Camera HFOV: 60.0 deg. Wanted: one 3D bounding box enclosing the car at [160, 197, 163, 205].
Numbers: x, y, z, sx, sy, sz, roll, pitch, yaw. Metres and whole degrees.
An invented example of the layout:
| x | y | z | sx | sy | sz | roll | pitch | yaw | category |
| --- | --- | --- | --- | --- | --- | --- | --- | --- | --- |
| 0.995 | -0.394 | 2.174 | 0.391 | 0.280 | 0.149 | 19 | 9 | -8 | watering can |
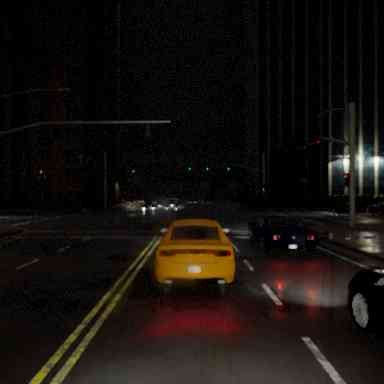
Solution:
| x | y | z | sx | sy | sz | roll | pitch | yaw | category |
| --- | --- | --- | --- | --- | --- | --- | --- | --- | --- |
| -6.874 | 1.639 | 64.890 | 2.097 | 1.767 | 4.553 | 0 | 0 | 1 | car |

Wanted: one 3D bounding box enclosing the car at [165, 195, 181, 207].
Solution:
| x | y | z | sx | sy | sz | roll | pitch | yaw | category |
| --- | --- | --- | --- | --- | --- | --- | --- | --- | --- |
| -3.423 | 1.481 | 58.649 | 2.150 | 2.045 | 5.566 | 0 | 0 | 0 | car |

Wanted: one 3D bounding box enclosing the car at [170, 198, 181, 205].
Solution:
| x | y | z | sx | sy | sz | roll | pitch | yaw | category |
| --- | --- | --- | --- | --- | --- | --- | --- | --- | --- |
| -3.336 | 1.865 | 68.006 | 1.994 | 1.385 | 4.181 | 0 | 0 | 1 | car |

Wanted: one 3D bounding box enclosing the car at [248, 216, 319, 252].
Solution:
| x | y | z | sx | sy | sz | roll | pitch | yaw | category |
| --- | --- | --- | --- | --- | --- | --- | --- | --- | --- |
| 3.619 | 1.664 | 14.078 | 1.895 | 1.301 | 4.718 | 0 | 0 | 0 | car |

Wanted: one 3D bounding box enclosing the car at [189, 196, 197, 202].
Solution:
| x | y | z | sx | sy | sz | roll | pitch | yaw | category |
| --- | --- | --- | --- | --- | --- | --- | --- | --- | --- |
| 0.202 | 1.720 | 79.748 | 1.994 | 1.385 | 4.181 | 0 | 0 | 0 | car |

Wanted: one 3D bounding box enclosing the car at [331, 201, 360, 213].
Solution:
| x | y | z | sx | sy | sz | roll | pitch | yaw | category |
| --- | --- | --- | --- | --- | --- | --- | --- | --- | --- |
| 19.018 | 1.719 | 38.516 | 5.357 | 1.411 | 2.033 | 0 | 0 | 0 | car |

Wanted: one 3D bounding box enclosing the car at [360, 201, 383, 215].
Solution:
| x | y | z | sx | sy | sz | roll | pitch | yaw | category |
| --- | --- | --- | --- | --- | --- | --- | --- | --- | --- |
| 20.935 | 1.647 | 35.033 | 4.902 | 1.511 | 2.128 | 0 | 0 | -1 | car |

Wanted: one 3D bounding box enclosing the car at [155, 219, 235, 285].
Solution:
| x | y | z | sx | sy | sz | roll | pitch | yaw | category |
| --- | --- | --- | --- | --- | --- | --- | --- | --- | --- |
| 0.088 | 1.521 | 9.646 | 1.882 | 1.535 | 5.008 | 0 | 0 | 1 | car |

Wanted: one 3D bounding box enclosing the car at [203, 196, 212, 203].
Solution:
| x | y | z | sx | sy | sz | roll | pitch | yaw | category |
| --- | --- | --- | --- | --- | --- | --- | --- | --- | --- |
| 3.700 | 1.780 | 79.199 | 1.837 | 1.490 | 4.892 | 0 | 0 | 0 | car |

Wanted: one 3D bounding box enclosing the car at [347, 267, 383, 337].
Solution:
| x | y | z | sx | sy | sz | roll | pitch | yaw | category |
| --- | --- | --- | --- | --- | --- | --- | --- | --- | --- |
| 3.610 | 1.524 | 3.872 | 1.837 | 1.490 | 4.892 | 0 | 0 | 0 | car |

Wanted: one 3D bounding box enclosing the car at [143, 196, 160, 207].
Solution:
| x | y | z | sx | sy | sz | roll | pitch | yaw | category |
| --- | --- | --- | --- | --- | --- | --- | --- | --- | --- |
| -6.946 | 1.751 | 55.703 | 1.837 | 1.490 | 4.892 | 0 | 0 | 0 | car |
